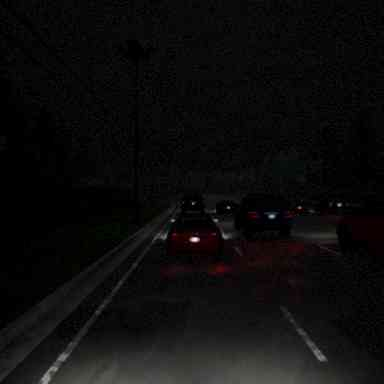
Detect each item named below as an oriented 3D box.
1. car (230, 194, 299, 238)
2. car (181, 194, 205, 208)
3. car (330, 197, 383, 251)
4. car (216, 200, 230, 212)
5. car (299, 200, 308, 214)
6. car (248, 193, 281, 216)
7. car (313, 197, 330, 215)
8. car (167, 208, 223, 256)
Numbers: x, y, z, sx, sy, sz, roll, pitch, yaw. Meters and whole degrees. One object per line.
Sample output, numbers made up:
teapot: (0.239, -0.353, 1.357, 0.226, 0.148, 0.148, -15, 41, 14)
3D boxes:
car: (3.591, 1.196, 17.712, 2.150, 2.045, 5.566, 0, 0, 0)
car: (0.103, 1.175, 33.255, 2.150, 2.045, 5.566, 0, 0, 0)
car: (7.096, 1.208, 11.495, 2.150, 2.045, 5.566, 0, 0, 0)
car: (3.602, 1.514, 34.920, 1.994, 1.385, 4.181, 0, 0, 0)
car: (10.603, 1.514, 34.761, 1.994, 1.385, 4.181, 0, 0, 0)
car: (7.104, 1.174, 33.233, 2.150, 2.045, 5.566, 0, 0, 0)
car: (14.103, 1.303, 33.933, 2.097, 1.767, 4.553, 0, 0, 0)
car: (0.095, 1.545, 13.021, 1.994, 1.385, 4.181, 0, 0, 0)
